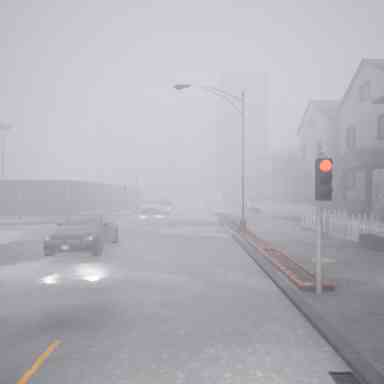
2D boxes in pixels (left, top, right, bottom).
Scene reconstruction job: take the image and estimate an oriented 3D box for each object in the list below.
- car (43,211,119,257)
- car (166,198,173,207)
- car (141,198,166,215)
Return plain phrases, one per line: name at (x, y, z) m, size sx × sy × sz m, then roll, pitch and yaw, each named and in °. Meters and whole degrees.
car at (-4.100, 1.525, 13.065) m, size 1.812 × 1.442 × 4.674 m, roll 0°, pitch 0°, yaw 0°
car at (-4.079, 1.599, 52.091) m, size 1.895 × 1.301 × 4.718 m, roll 0°, pitch 0°, yaw 0°
car at (-4.092, 1.524, 34.410) m, size 1.812 × 1.442 × 4.674 m, roll 0°, pitch 0°, yaw 0°
